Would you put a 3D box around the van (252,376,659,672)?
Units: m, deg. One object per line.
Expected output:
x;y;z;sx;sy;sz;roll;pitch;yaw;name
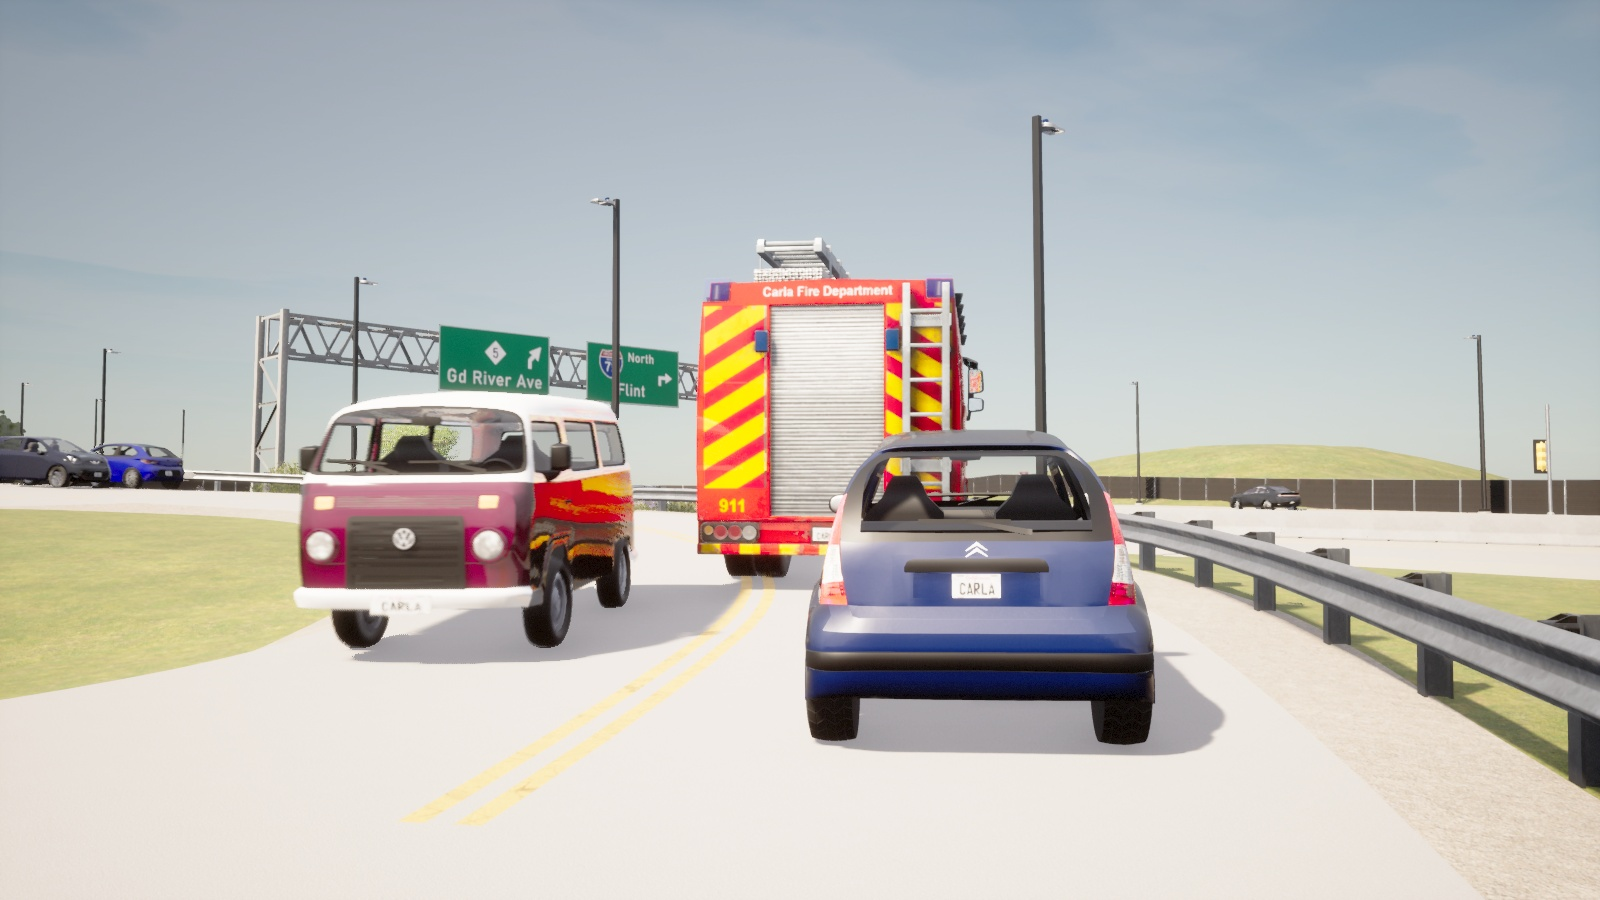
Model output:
-2.649;0.509;10.950;2.069;2.038;4.480;0;0;4;van

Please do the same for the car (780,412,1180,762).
1.056;0.646;7.898;1.851;1.617;3.988;-1;0;7;car

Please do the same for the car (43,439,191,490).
-22.292;0.476;40.985;4.193;1.474;1.816;1;-2;19;car

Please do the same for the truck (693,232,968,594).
0.871;-0.378;17.667;2.891;3.827;8.468;0;0;8;truck

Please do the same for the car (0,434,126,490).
-22.281;0.351;37.300;3.633;1.501;1.845;2;-2;15;car

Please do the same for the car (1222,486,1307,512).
27.492;2.891;74.506;2.128;1.511;4.902;1;-2;-18;car
